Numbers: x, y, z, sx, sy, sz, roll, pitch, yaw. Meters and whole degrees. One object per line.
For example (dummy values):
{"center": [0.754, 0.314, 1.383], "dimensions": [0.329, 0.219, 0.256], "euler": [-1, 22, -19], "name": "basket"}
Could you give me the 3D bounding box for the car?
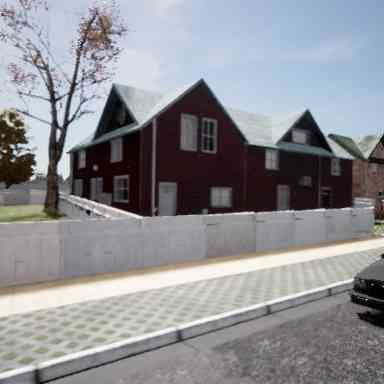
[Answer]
{"center": [5.529, 1.606, 7.008], "dimensions": [5.357, 1.411, 2.033], "euler": [0, 0, -35], "name": "car"}
